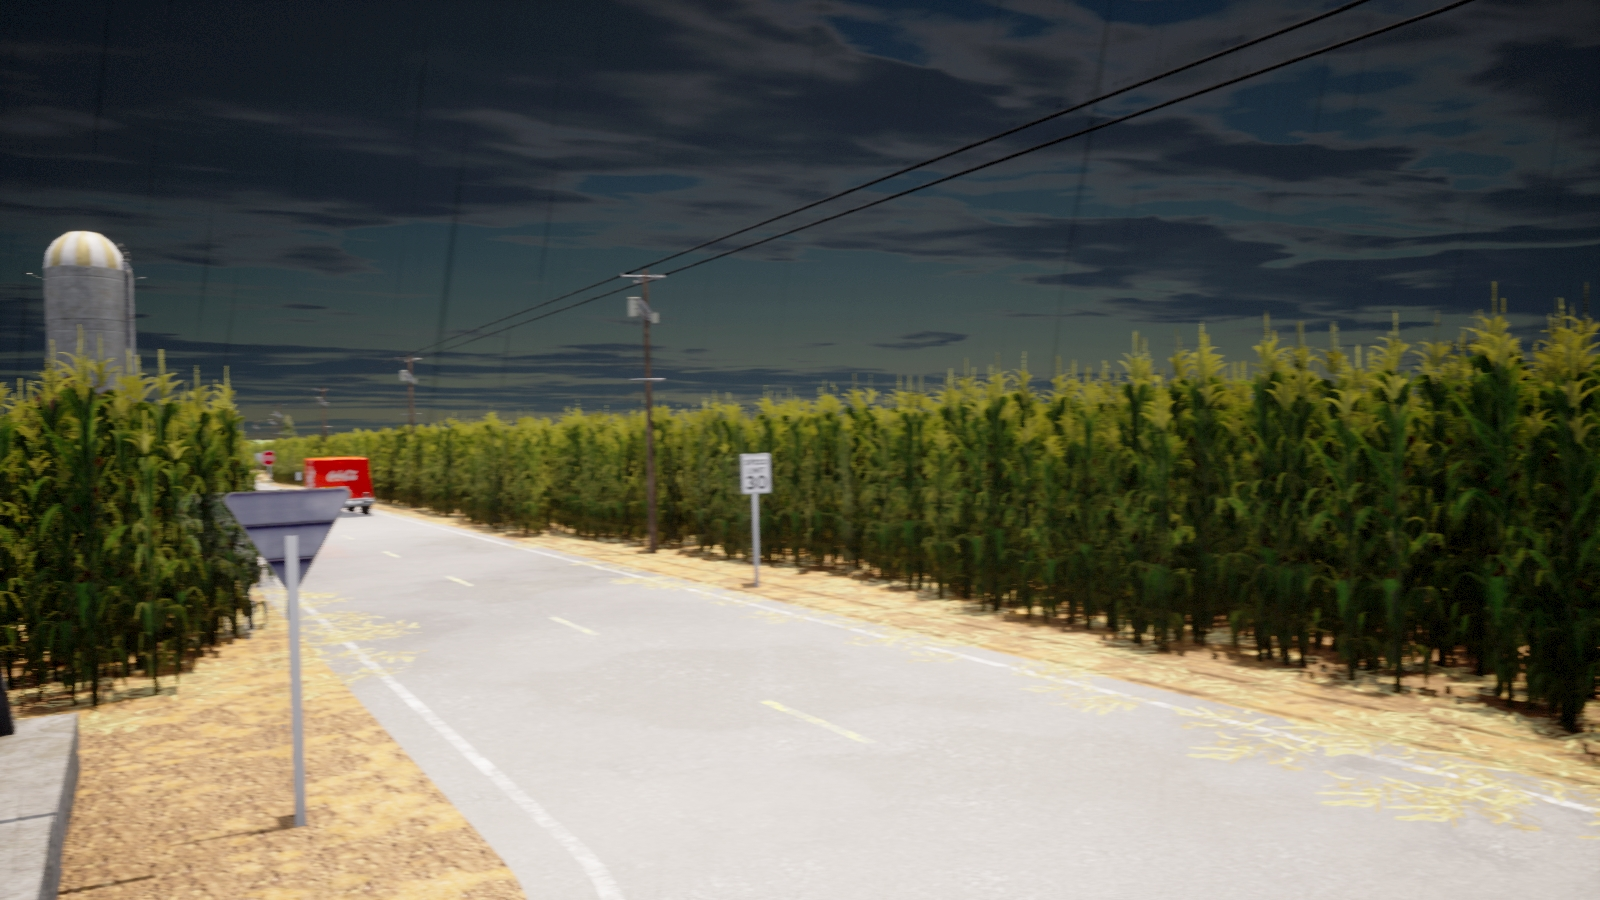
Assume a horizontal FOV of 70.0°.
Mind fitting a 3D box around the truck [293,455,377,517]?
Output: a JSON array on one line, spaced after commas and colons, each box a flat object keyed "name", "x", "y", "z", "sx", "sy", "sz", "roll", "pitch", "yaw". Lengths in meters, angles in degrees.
[{"name": "truck", "x": -20.291, "y": 1.474, "z": 49.712, "sx": 2.627, "sy": 2.467, "sz": 5.204, "roll": -2, "pitch": 1, "yaw": -30}]
